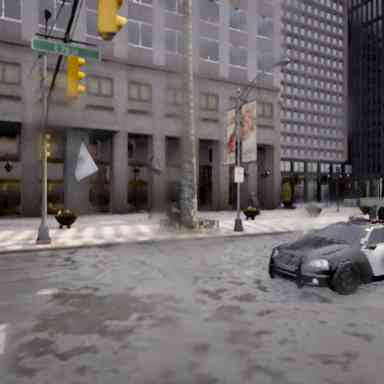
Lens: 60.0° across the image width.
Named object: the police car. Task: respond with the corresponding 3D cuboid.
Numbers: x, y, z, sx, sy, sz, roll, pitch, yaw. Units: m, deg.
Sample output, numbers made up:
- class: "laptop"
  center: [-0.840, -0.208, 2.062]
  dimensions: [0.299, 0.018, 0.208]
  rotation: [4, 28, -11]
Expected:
- class: "police car"
  center: [4.288, 1.501, 8.687]
  dimensions: [4.974, 1.542, 2.038]
  rotation: [0, 0, -27]
